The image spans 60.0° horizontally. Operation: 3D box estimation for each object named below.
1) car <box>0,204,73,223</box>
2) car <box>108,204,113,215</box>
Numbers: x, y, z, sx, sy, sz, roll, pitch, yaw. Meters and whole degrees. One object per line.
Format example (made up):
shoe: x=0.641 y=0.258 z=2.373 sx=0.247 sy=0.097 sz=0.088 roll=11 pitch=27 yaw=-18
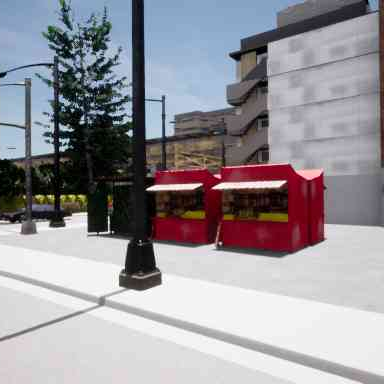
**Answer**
car: x=-12.420 y=1.686 z=26.929 sx=2.033 sy=1.411 sz=5.357 roll=-1 pitch=-1 yaw=36
car: x=-6.889 y=1.489 z=34.575 sx=2.097 sy=1.767 sz=4.553 roll=-1 pitch=-1 yaw=36
